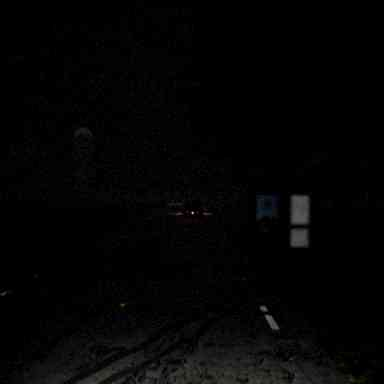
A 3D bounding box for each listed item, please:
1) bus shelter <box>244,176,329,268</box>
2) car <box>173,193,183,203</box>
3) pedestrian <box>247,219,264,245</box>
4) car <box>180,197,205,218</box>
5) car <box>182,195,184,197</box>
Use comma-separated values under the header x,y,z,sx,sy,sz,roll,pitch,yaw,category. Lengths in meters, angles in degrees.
x,y,z,sx,sy,sz,roll,pitch,yaw,category
3.142,0.866,11.939,1.920,2.740,3.880,1,1,0,bus shelter
-2.764,1.253,69.244,2.150,2.045,5.566,0,0,0,car
2.619,1.296,13.706,0.375,1.860,0.375,-1,1,-5,pedestrian
0.071,1.488,30.334,1.837,1.490,4.892,0,1,0,car
0.068,1.483,46.575,2.128,1.511,4.902,0,0,0,car
